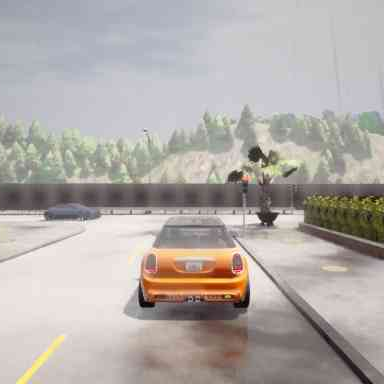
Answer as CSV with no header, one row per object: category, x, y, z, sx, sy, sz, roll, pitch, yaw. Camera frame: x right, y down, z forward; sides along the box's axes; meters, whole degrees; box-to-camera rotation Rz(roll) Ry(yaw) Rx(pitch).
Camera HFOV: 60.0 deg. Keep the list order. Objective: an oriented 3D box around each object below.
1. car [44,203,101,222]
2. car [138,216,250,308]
car,-9.400,1.564,26.250,4.181,1.385,1.994,0,0,0
car,0.056,1.352,8.091,2.097,1.767,4.553,0,0,0
